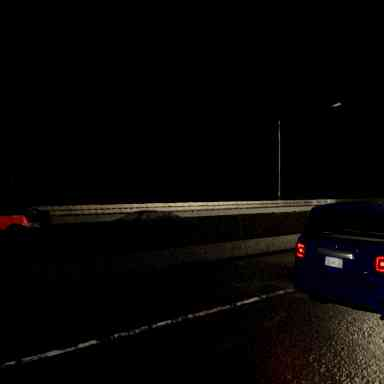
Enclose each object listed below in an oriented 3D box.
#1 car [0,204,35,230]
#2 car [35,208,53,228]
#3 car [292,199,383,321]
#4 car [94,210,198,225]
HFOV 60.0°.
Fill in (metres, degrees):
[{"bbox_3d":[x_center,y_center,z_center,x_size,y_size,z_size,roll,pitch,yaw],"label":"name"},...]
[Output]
[{"bbox_3d":[-9.558,1.352,14.371,4.553,1.767,2.097,0,0,-36],"label":"car"},{"bbox_3d":[-10.267,1.504,18.164,4.892,1.490,1.837,0,0,-36],"label":"car"},{"bbox_3d":[4.452,1.219,6.917,5.566,2.045,2.150,0,0,-36],"label":"car"},{"bbox_3d":[-2.106,1.545,15.386,5.357,1.411,2.033,0,0,-35],"label":"car"}]
